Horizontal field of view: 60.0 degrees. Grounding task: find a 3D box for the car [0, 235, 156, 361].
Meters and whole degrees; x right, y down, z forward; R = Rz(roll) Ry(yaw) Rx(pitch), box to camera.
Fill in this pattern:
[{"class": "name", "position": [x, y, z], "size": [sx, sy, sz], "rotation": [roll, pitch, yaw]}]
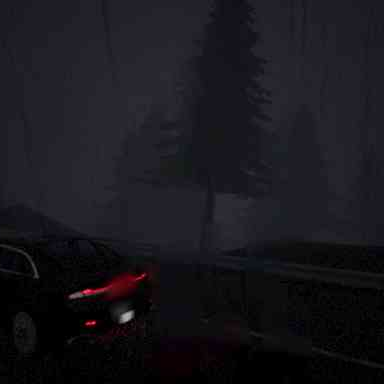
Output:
[{"class": "car", "position": [-2.879, 1.545, 6.044], "size": [4.902, 1.511, 2.128], "rotation": [-1, 0, 36]}]
